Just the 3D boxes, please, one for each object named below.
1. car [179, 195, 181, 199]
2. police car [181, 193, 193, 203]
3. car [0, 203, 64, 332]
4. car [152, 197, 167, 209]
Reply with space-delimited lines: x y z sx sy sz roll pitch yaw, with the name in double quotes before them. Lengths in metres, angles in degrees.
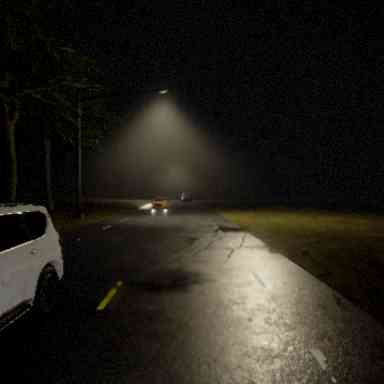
"car" -1.421 1.289 82.169 2.150 2.045 5.566 0 0 -3
"police car" -0.871 1.467 72.238 1.930 1.638 5.238 0 0 -3
"car" -3.620 1.222 4.442 2.150 2.045 5.566 0 0 0
"car" -4.374 1.492 45.420 1.882 1.535 5.008 0 0 -2
